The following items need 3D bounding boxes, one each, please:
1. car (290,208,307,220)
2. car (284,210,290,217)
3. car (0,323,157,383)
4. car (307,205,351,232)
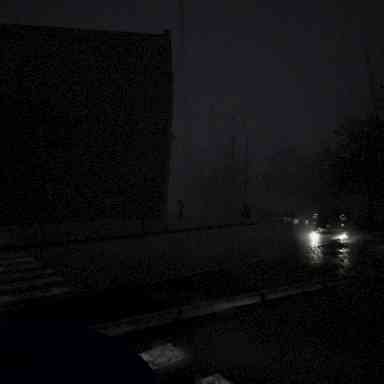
[{"bbox_3d":[13.897,2.707,40.767,2.033,1.411,5.357,2,-2,28],"label":"car"},{"bbox_3d":[14.934,2.968,47.228,4.674,1.442,1.812,5,-3,-44],"label":"car"},{"bbox_3d":[-2.501,1.473,1.547,5.008,1.535,1.882,0,0,-35],"label":"car"},{"bbox_3d":[9.288,1.610,22.041,2.097,1.767,4.553,1,-2,29],"label":"car"}]
